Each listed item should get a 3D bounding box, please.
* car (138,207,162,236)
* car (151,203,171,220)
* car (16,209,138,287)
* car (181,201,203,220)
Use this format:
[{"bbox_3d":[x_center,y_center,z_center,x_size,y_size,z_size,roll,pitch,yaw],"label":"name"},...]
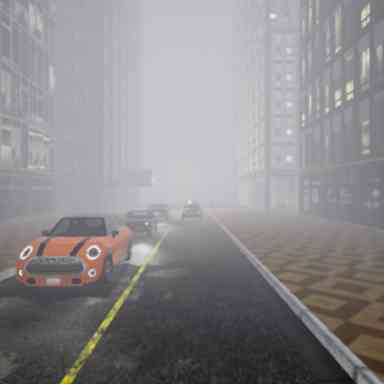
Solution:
[{"bbox_3d":[-3.099,1.754,19.569,1.895,1.301,4.718,0,0,0],"label":"car"},{"bbox_3d":[-3.011,1.749,30.988,2.128,1.511,4.902,0,0,0],"label":"car"},{"bbox_3d":[-3.098,1.428,9.686,2.097,1.767,4.553,0,0,0],"label":"car"},{"bbox_3d":[-0.001,1.789,30.572,2.033,1.411,5.357,0,0,0],"label":"car"}]
